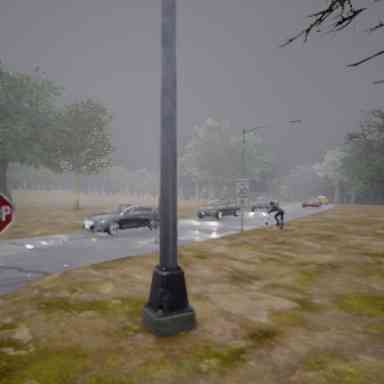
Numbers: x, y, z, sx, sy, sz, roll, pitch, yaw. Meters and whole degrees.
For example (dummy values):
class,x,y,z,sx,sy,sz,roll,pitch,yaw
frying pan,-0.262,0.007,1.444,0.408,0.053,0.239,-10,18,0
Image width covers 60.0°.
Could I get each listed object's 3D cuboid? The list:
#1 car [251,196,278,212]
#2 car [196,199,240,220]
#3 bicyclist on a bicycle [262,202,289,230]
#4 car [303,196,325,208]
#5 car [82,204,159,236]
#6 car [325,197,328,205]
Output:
class,x,y,z,sx,sy,sz,roll,pitch,yaw
car,7.766,1.220,35.325,1.837,1.490,4.892,1,1,31
car,2.178,1.321,26.593,1.837,1.490,4.892,1,1,33
bicyclist on a bicycle,4.723,1.372,18.980,1.656,1.620,0.582,-1,0,36
car,15.389,1.312,42.436,1.994,1.385,4.181,1,0,27
car,-3.720,1.436,18.450,2.128,1.511,4.902,1,1,37
car,21.169,1.385,54.633,1.882,1.535,5.008,1,-1,23
